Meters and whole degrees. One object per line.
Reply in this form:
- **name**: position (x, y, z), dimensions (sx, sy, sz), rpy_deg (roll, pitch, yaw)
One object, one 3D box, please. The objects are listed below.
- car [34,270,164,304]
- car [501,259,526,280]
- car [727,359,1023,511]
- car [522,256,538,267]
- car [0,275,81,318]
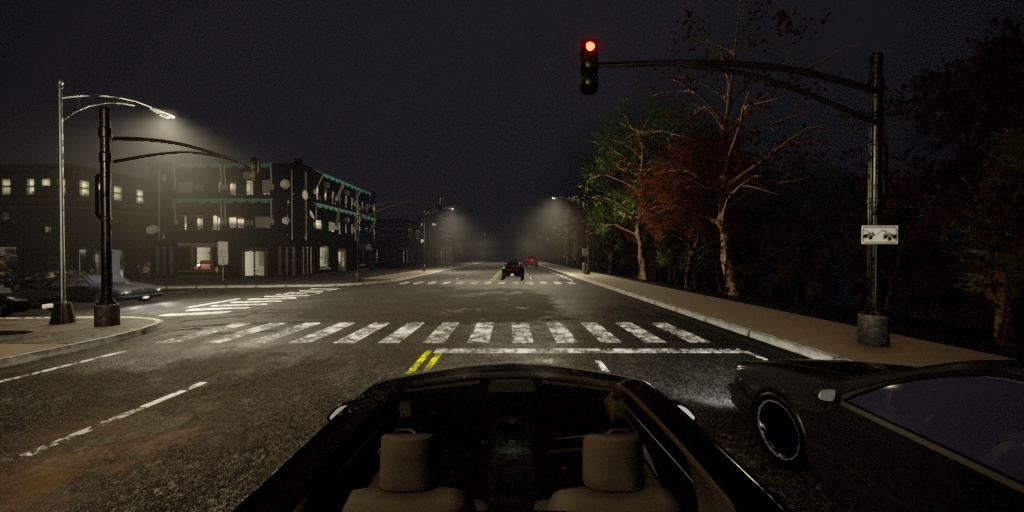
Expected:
- **car**: position (-19.285, 1.512, 16.449), dimensions (5.357, 1.411, 2.033), rpy_deg (-1, 1, 3)
- **car**: position (0.087, 1.246, 31.325), dimensions (1.837, 1.490, 4.892), rpy_deg (1, 0, 2)
- **car**: position (3.326, 1.297, 1.736), dimensions (2.033, 1.411, 5.357), rpy_deg (0, 0, 3)
- **car**: position (3.428, 0.948, 63.942), dimensions (2.150, 2.045, 5.566), rpy_deg (0, 0, 0)
- **car**: position (-19.933, 1.565, 13.723), dimensions (4.313, 1.339, 1.948), rpy_deg (0, 0, 0)
